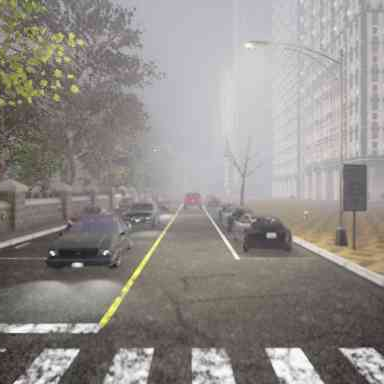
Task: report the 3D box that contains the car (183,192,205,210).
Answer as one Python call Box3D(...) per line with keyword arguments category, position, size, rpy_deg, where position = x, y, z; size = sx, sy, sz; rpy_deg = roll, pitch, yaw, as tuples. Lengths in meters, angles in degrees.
Box3D(category="car", position=(0.111, 1.020, 40.178), size=(2.150, 2.045, 5.566), rpy_deg=(0, 0, 0))

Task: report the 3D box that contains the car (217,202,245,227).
Box3D(category="car", position=(2.696, 1.466, 18.988), size=(1.947, 1.339, 4.313), rpy_deg=(0, 0, 0))

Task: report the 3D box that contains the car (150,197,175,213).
Box3D(category="car", position=(-3.063, 1.429, 33.845), size=(1.895, 1.301, 4.718), rpy_deg=(0, 0, 0))

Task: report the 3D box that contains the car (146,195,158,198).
Box3D(category="car", position=(-5.679, 1.319, 41.350), size=(1.752, 1.417, 4.829), rpy_deg=(0, 0, 0))

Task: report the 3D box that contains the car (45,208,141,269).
Box3D(category="car", position=(-3.116, 1.488, 11.260), size=(2.033, 1.411, 5.357), rpy_deg=(0, 0, -4))

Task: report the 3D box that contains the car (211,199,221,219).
Box3D(category="car", position=(2.697, 1.438, 24.621), size=(1.947, 1.339, 4.313), rpy_deg=(0, 0, 0))

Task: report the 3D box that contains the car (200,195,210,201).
Box3D(category="car", position=(2.707, 1.253, 69.679), size=(1.802, 1.307, 4.206), rpy_deg=(0, 0, 0))

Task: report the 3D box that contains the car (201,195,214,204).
Box3D(category="car", position=(2.704, 1.269, 58.414), size=(2.008, 1.369, 4.403), rpy_deg=(0, 0, 0))

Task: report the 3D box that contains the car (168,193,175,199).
Box3D(category="car", position=(-5.669, 1.116, 92.040), size=(1.752, 1.417, 4.829), rpy_deg=(0, 0, 0))

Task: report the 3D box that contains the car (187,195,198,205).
Box3D(category="car", position=(0.104, 1.239, 54.765), size=(1.837, 1.490, 4.892), rpy_deg=(0, 0, 0))

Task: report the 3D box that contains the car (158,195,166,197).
Box3D(category="car", position=(-5.676, 1.183, 52.783), size=(1.967, 1.590, 4.097), rpy_deg=(0, 0, 0))

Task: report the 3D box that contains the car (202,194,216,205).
Box3D(category="car", position=(2.704, 1.183, 52.781), size=(1.967, 1.590, 4.097), rpy_deg=(0, 0, 0))

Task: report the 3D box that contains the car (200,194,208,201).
Box3D(category="car", position=(2.708, 1.231, 75.311), size=(1.802, 1.307, 4.206), rpy_deg=(0, 0, 0))

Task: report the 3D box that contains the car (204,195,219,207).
Box3D(category="car", position=(2.703, 1.207, 47.150), size=(1.967, 1.590, 4.097), rpy_deg=(0, 0, 0))

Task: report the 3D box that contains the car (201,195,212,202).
Box3D(category="car", position=(2.706, 1.245, 64.046), size=(2.008, 1.369, 4.403), rpy_deg=(0, 0, 0))

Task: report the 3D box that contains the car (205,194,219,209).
Box3D(category="car", position=(2.701, 1.336, 41.519), size=(1.887, 1.381, 4.507), rpy_deg=(0, 0, 0))

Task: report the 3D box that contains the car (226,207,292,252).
Box3D(category="car", position=(2.695, 1.495, 13.356), size=(1.947, 1.339, 4.313), rpy_deg=(0, 0, 0))

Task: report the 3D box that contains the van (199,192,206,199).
Box3D(category="van", position=(2.711, 0.949, 86.576), size=(1.690, 1.788, 3.998), rpy_deg=(0, 0, 0))

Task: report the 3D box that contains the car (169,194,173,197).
Box3D(category="car", position=(-5.673, 1.217, 69.681), size=(1.887, 1.381, 4.507), rpy_deg=(0, 0, 0))

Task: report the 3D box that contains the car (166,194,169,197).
Box3D(category="car", position=(-5.676, 1.264, 58.416), size=(1.887, 1.381, 4.507), rpy_deg=(0, 0, 0))

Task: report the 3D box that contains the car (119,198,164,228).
Box3D(category="car", position=(-3.081, 1.393, 21.341), size=(1.837, 1.490, 4.892), rpy_deg=(0, 0, 0))

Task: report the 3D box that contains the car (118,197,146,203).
Box3D(category="car", position=(-5.681, 1.285, 30.255), size=(1.967, 1.590, 4.097), rpy_deg=(0, 0, 0))

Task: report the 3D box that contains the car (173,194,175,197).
Box3D(category="car", position=(-5.671, 1.174, 80.945), size=(1.887, 1.381, 4.507), rpy_deg=(0, 0, 0))

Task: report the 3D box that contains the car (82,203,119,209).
Box3D(category="car", position=(-5.684, 1.483, 18.990), size=(1.802, 1.307, 4.206), rpy_deg=(0, 0, 0))
